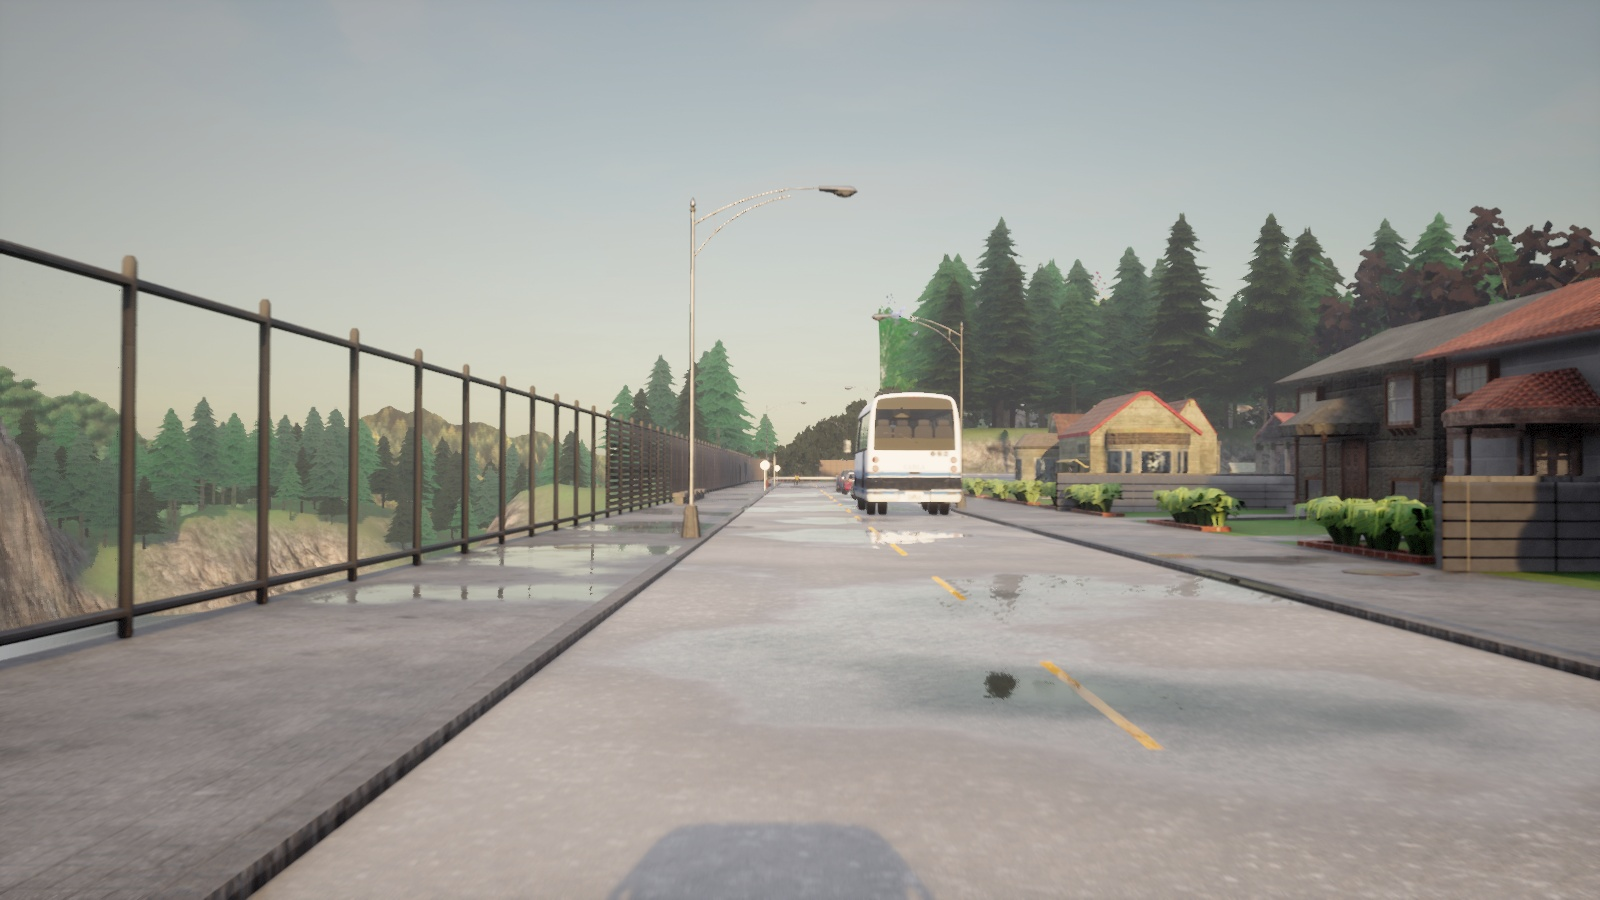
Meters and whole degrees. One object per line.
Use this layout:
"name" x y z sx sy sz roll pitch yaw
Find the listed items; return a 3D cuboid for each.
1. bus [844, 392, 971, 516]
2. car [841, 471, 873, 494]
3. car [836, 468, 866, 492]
"bus" 3.877 0.230 48.241 3.944 4.253 10.273 0 -1 0
"car" 3.802 2.183 84.735 1.970 1.475 3.806 0 -1 0
"car" 3.782 2.232 94.016 2.097 1.767 4.553 0 -1 0
